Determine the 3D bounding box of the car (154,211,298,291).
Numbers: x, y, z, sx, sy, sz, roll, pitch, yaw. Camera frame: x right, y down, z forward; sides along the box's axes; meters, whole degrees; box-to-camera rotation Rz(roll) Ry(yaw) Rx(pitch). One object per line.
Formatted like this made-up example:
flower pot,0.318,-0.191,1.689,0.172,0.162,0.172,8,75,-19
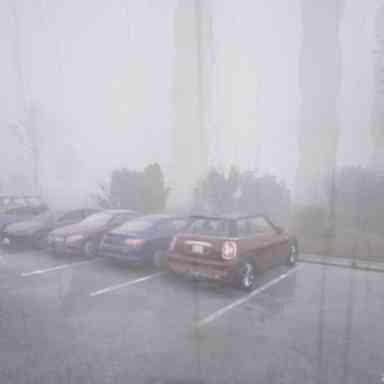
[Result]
car,1.359,1.324,9.354,2.185,1.767,4.553,1,0,35

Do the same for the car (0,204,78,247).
car,-5.380,1.388,14.155,2.163,1.488,4.792,1,1,35

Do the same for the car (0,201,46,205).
car,-7.587,1.349,15.800,2.163,1.488,4.792,1,1,35

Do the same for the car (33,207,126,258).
car,-3.115,1.431,12.581,2.002,1.452,4.674,1,0,35

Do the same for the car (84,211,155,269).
car,-0.875,1.460,10.980,2.002,1.452,4.674,1,0,35

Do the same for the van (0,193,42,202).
van,-9.775,1.055,17.466,1.878,1.987,4.442,1,1,35
